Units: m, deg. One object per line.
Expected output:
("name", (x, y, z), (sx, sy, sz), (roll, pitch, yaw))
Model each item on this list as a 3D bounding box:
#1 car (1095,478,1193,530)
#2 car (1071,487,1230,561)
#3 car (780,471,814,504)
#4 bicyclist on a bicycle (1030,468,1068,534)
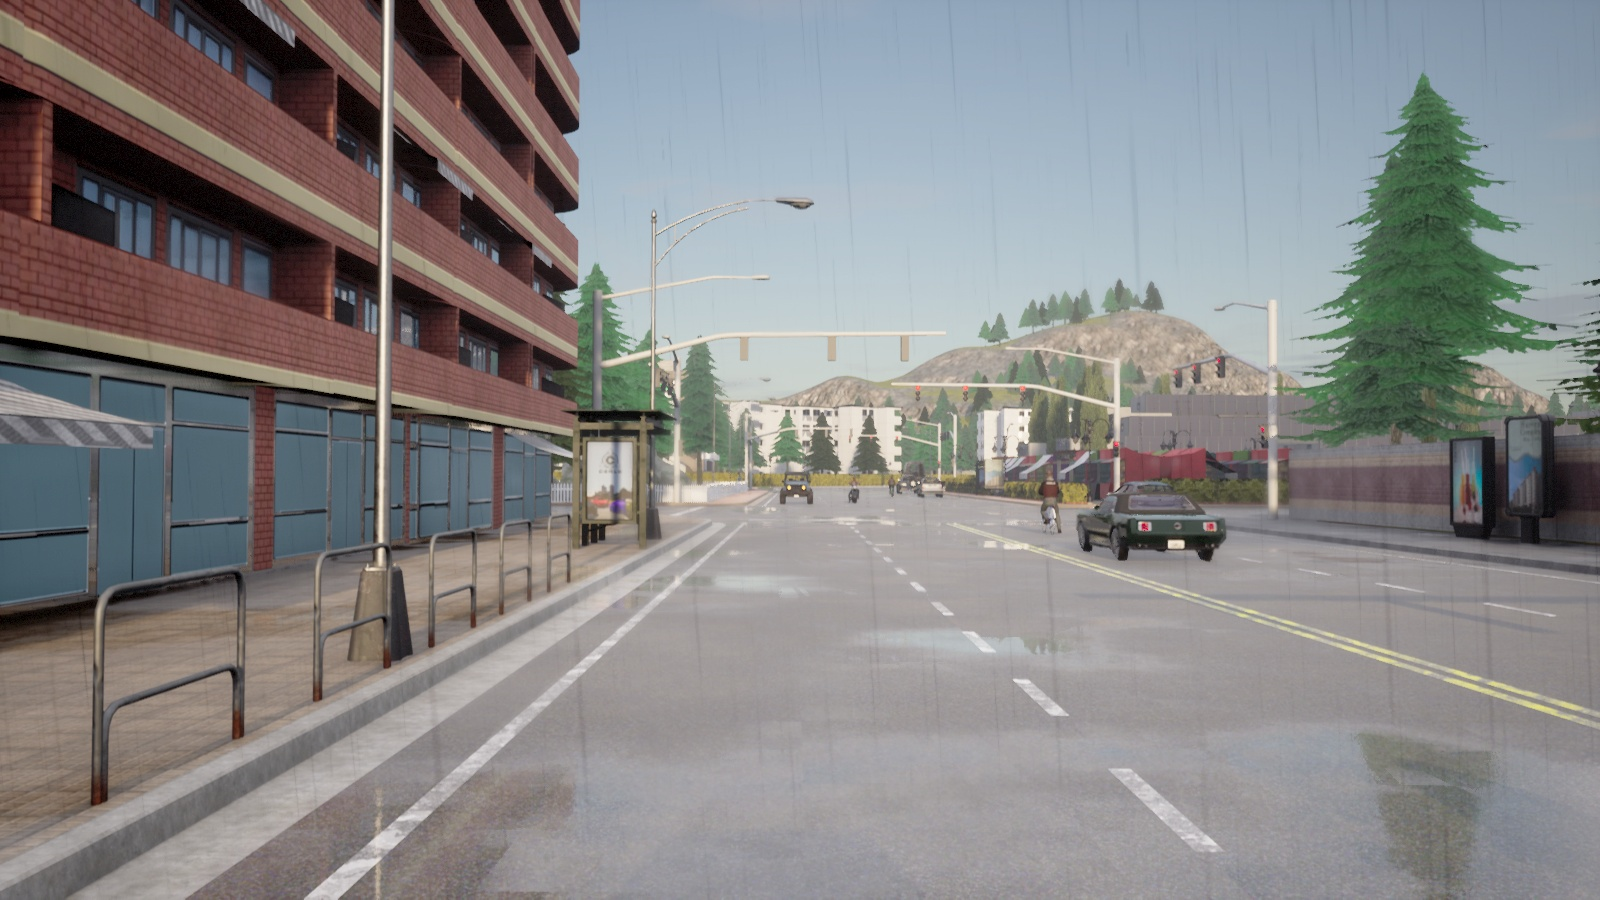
("car", (10.401, 1.599, 38.263), (1.816, 1.474, 4.193), (0, -1, 0))
("car", (6.933, 1.428, 25.380), (1.895, 1.301, 4.718), (0, -1, 0))
("car", (-0.187, 2.139, 72.351), (1.905, 1.878, 3.866), (0, -1, 0))
("bicyclist on a bicycle", (6.909, 1.399, 34.921), (0.659, 1.776, 1.843), (0, -1, 0))
